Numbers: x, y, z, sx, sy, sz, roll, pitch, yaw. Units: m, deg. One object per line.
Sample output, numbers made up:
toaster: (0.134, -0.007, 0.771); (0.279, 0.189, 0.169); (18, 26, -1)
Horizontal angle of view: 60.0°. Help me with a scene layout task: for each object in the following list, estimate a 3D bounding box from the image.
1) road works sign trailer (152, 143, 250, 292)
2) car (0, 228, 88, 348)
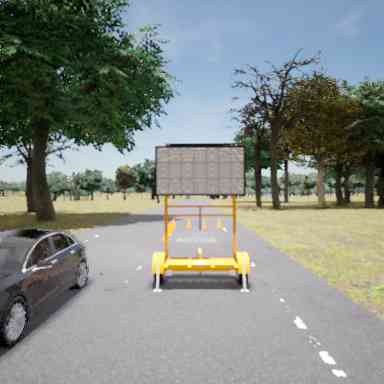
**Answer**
road works sign trailer: (0.222, 0.501, 9.007); (2.380, 3.560, 2.880); (0, 0, 1)
car: (-3.491, 1.539, 6.406); (1.837, 1.490, 4.892); (0, 0, 1)
